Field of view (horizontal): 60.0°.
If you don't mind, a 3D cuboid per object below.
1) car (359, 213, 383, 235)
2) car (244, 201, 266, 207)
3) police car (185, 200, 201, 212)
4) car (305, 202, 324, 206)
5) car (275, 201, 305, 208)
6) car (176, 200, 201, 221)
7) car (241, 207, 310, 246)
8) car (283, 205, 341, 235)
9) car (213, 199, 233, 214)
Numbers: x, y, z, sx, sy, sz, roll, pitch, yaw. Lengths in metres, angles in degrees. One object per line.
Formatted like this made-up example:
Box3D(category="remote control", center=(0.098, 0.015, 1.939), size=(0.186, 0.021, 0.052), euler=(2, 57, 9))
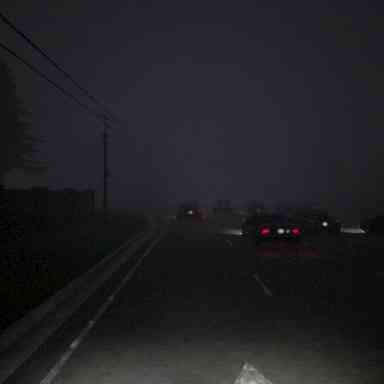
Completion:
Box3D(category="car", center=(10.601, 1.671, 16.785), size=(2.033, 1.411, 5.357), euler=(0, 0, 0))
Box3D(category="car", center=(7.104, 1.780, 37.603), size=(1.837, 1.490, 4.892), euler=(0, 0, 0))
Box3D(category="police car", center=(0.106, 1.841, 45.834), size=(2.038, 1.542, 4.974), euler=(0, 0, 0))
Box3D(category="car", center=(14.105, 1.837, 39.300), size=(2.033, 1.411, 5.357), euler=(0, 0, 0))
Box3D(category="car", center=(10.605, 1.751, 37.167), size=(1.882, 1.535, 5.008), euler=(0, 0, 0))
Box3D(category="car", center=(-0.332, 1.717, 29.293), size=(2.163, 1.488, 4.792), euler=(0, 0, -5))
Box3D(category="car", center=(3.602, 1.666, 15.959), size=(2.033, 1.411, 5.357), euler=(0, 0, 0))
Box3D(category="car", center=(7.102, 1.710, 19.759), size=(1.994, 1.385, 4.181), euler=(0, 0, 0))
Box3D(category="car", center=(3.605, 1.642, 39.561), size=(2.097, 1.767, 4.553), euler=(0, 0, 0))
